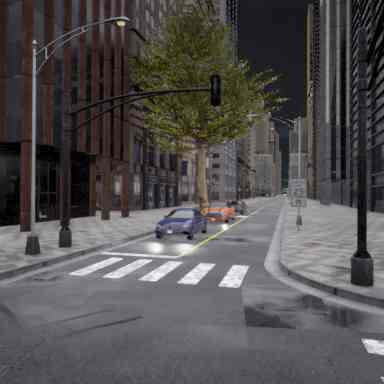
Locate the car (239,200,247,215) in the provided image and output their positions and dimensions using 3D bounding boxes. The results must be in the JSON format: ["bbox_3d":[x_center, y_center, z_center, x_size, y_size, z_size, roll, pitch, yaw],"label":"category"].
[{"bbox_3d":[5.060,1.718,37.197,1.837,1.490,4.892,0,0,16],"label":"car"}]

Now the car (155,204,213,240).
[{"bbox_3d":[-0.415,1.619,17.922,1.812,1.442,4.674,0,0,16],"label":"car"}]

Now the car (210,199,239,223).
[{"bbox_3d":[2.228,1.499,27.240,2.097,1.767,4.553,0,0,16],"label":"car"}]
